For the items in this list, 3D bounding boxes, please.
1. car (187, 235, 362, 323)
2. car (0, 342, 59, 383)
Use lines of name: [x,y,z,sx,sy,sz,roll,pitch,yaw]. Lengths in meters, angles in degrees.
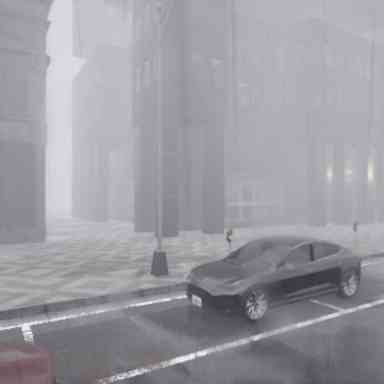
car: [1.951,1.687,7.379,4.313,1.339,1.947,1,-1,-31]
car: [-2.928,1.542,1.295,4.674,1.442,1.812,1,-1,-31]
